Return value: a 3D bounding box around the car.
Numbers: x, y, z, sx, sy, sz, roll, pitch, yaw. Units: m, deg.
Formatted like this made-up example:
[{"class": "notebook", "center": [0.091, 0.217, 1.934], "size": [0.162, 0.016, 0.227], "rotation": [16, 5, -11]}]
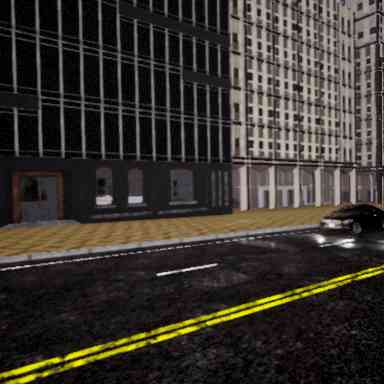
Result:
[{"class": "car", "center": [8.854, 1.387, 17.919], "size": [4.674, 1.442, 1.812], "rotation": [0, 0, -35]}]
